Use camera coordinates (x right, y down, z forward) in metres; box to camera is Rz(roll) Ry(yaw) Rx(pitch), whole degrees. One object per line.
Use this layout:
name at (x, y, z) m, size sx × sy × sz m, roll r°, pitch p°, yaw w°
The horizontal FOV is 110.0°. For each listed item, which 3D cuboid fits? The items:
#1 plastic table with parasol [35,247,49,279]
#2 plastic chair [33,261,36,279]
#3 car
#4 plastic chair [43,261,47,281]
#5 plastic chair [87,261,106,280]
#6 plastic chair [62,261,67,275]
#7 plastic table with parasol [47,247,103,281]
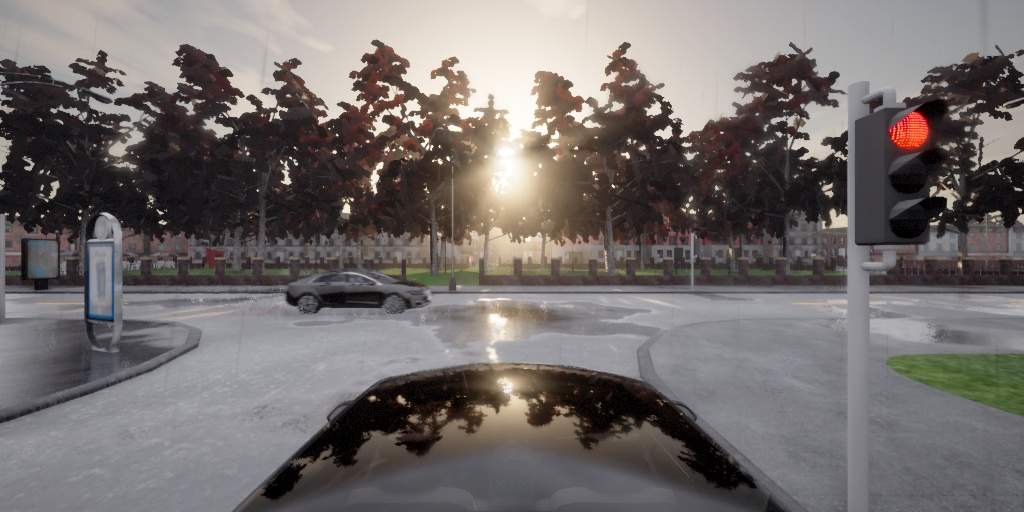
plastic table with parasol at (-43.616, 0.620, 34.871) m, size 2.482 × 2.480 × 2.482 m, roll 0°, pitch 0°, yaw -39°
plastic chair at (-44.624, 1.295, 34.121) m, size 0.730 × 1.272 × 0.750 m, roll 0°, pitch 0°, yaw -41°
car at (-5.422, 1.243, 12.864) m, size 4.902 × 1.511 × 2.128 m, roll 0°, pitch 0°, yaw 0°
plastic chair at (-40.225, 1.293, 31.484) m, size 0.730 × 1.272 × 0.750 m, roll 0°, pitch 0°, yaw -40°
plastic chair at (-38.197, 1.296, 32.962) m, size 0.730 × 1.272 × 0.750 m, roll 0°, pitch 0°, yaw -40°
plastic chair at (-38.292, 1.306, 31.256) m, size 0.750 × 1.272 × 0.730 m, roll 0°, pitch 0°, yaw -35°
plastic table with parasol at (-39.195, 0.694, 32.229) m, size 2.482 × 2.480 × 2.482 m, roll 0°, pitch 0°, yaw -40°
